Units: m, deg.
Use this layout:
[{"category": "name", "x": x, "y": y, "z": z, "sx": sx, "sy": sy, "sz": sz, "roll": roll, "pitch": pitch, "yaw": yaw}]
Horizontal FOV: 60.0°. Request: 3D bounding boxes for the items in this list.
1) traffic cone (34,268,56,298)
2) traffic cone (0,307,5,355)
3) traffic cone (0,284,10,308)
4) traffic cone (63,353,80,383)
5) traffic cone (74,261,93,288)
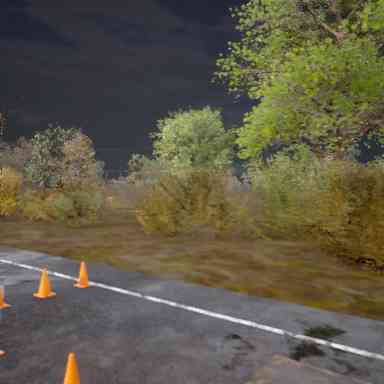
[{"category": "traffic cone", "x": -3.297, "y": 2.008, "z": 7.454, "sx": 0.340, "sy": 0.580, "sz": 0.340, "roll": 0, "pitch": -1, "yaw": 36}, {"category": "traffic cone", "x": -2.870, "y": 1.986, "z": 4.658, "sx": 0.340, "sy": 0.580, "sz": 0.340, "roll": 0, "pitch": -1, "yaw": 36}, {"category": "traffic cone", "x": -3.889, "y": 1.999, "z": 6.648, "sx": 0.340, "sy": 0.580, "sz": 0.340, "roll": 0, "pitch": -1, "yaw": 36}, {"category": "traffic cone", "x": -1.259, "y": 1.983, "z": 3.473, "sx": 0.340, "sy": 0.580, "sz": 0.340, "roll": 0, "pitch": -1, "yaw": 36}, {"category": "traffic cone", "x": -2.704, "y": 2.018, "z": 8.260, "sx": 0.340, "sy": 0.580, "sz": 0.340, "roll": 0, "pitch": -1, "yaw": 36}]
